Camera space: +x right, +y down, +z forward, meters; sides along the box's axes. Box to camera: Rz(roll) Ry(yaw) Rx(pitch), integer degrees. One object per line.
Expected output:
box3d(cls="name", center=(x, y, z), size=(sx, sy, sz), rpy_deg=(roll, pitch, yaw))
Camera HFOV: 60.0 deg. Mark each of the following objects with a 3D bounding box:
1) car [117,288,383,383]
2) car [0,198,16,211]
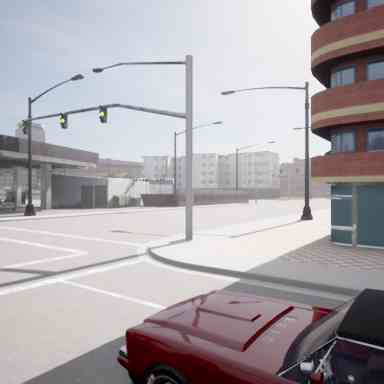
box3d(cls="car", center=(1.551, 1.601, 2.867), size=(4.718, 1.301, 1.895), rpy_deg=(0, 0, 36))
box3d(cls="car", center=(-22.300, 1.453, 38.828), size=(3.806, 1.475, 1.970), rpy_deg=(0, 0, 36))
